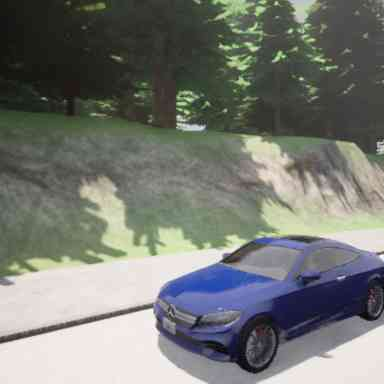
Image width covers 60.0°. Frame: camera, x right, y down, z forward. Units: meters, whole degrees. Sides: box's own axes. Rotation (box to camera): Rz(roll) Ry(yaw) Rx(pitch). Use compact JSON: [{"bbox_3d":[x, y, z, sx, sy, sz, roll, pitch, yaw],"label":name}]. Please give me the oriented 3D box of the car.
[{"bbox_3d":[1.605,1.510,5.731,4.674,1.442,1.812,0,0,-35],"label":"car"}]
